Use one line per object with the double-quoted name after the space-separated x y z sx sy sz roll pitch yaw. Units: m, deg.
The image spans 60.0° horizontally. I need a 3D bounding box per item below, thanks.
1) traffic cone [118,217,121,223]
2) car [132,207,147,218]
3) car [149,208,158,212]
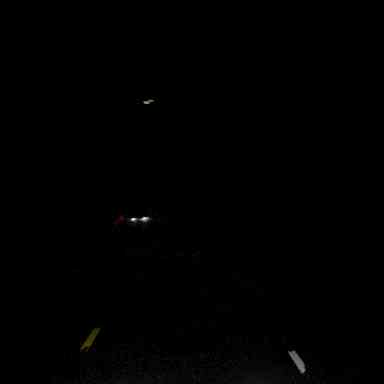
-6.276 2.504 27.452 0.340 0.580 0.340 0 -2 -8 "traffic cone"
-7.287 2.862 46.198 1.812 1.442 4.674 0 -3 -10 "car"
-10.010 4.909 87.533 1.837 1.490 4.892 0 -3 7 "car"
